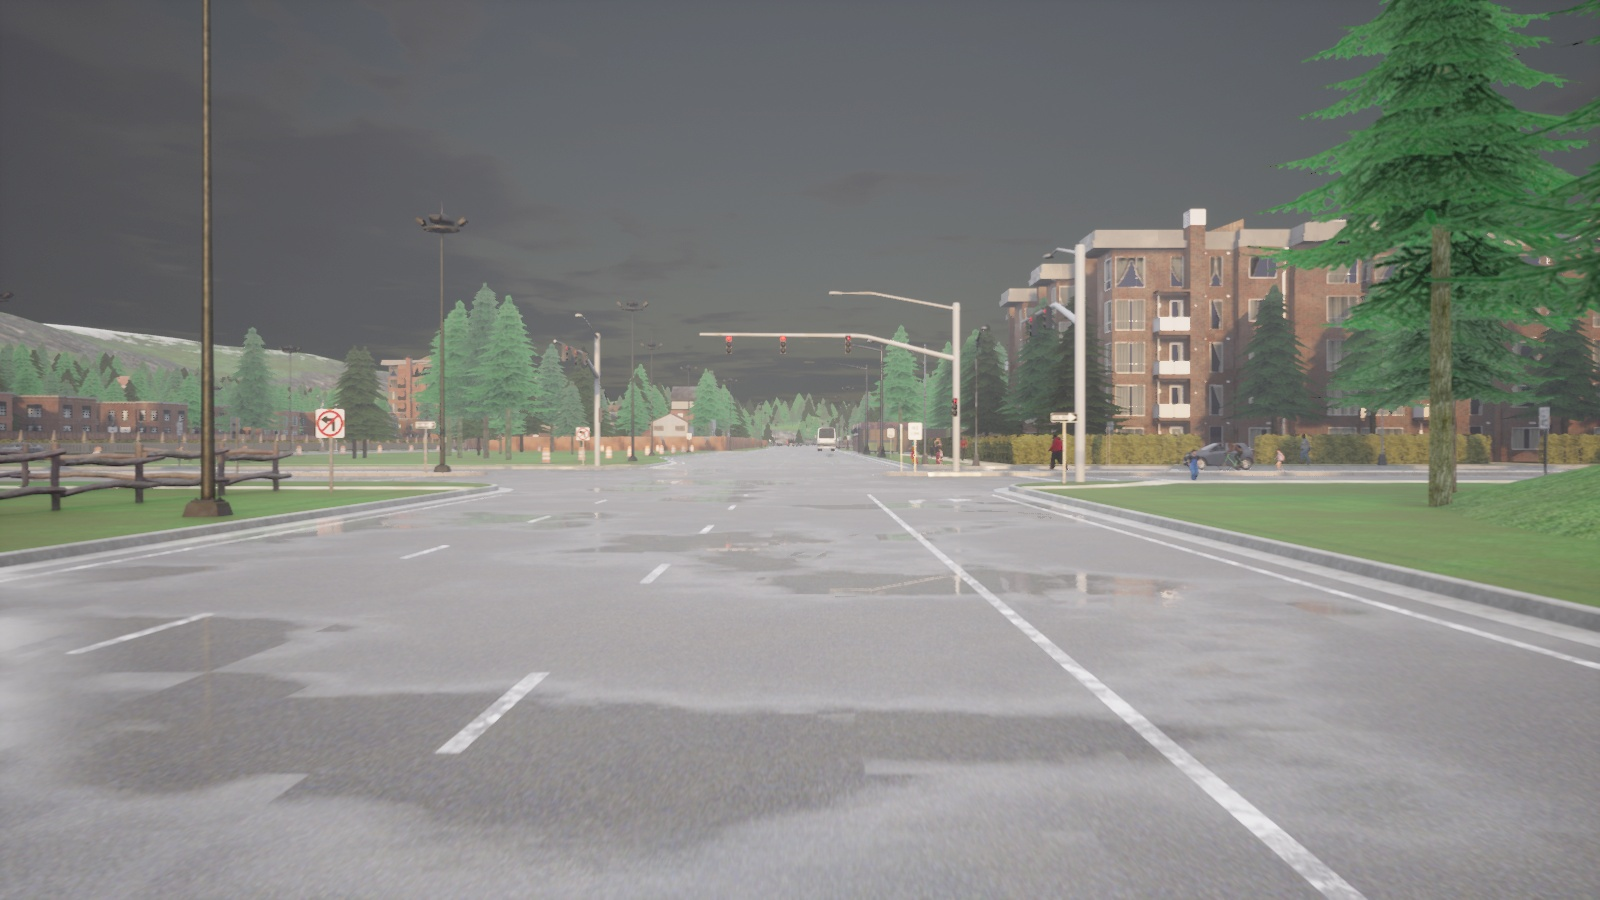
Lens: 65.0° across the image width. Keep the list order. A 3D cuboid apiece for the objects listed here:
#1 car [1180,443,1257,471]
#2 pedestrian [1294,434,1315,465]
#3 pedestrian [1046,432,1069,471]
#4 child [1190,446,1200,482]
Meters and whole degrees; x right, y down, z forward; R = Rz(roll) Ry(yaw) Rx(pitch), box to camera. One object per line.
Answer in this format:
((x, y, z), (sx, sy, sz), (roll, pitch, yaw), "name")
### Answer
((22.875, 0.391, 68.746), (3.633, 1.501, 1.845), (0, 0, 0), "car")
((30.336, -0.016, 75.483), (0.900, 1.855, 0.874), (0, 0, 0), "pedestrian")
((12.195, 0.080, 59.526), (0.899, 1.844, 0.634), (0, 0, 34), "pedestrian")
((13.950, 0.504, 44.334), (0.270, 1.263, 0.437), (0, 0, 6), "child")
